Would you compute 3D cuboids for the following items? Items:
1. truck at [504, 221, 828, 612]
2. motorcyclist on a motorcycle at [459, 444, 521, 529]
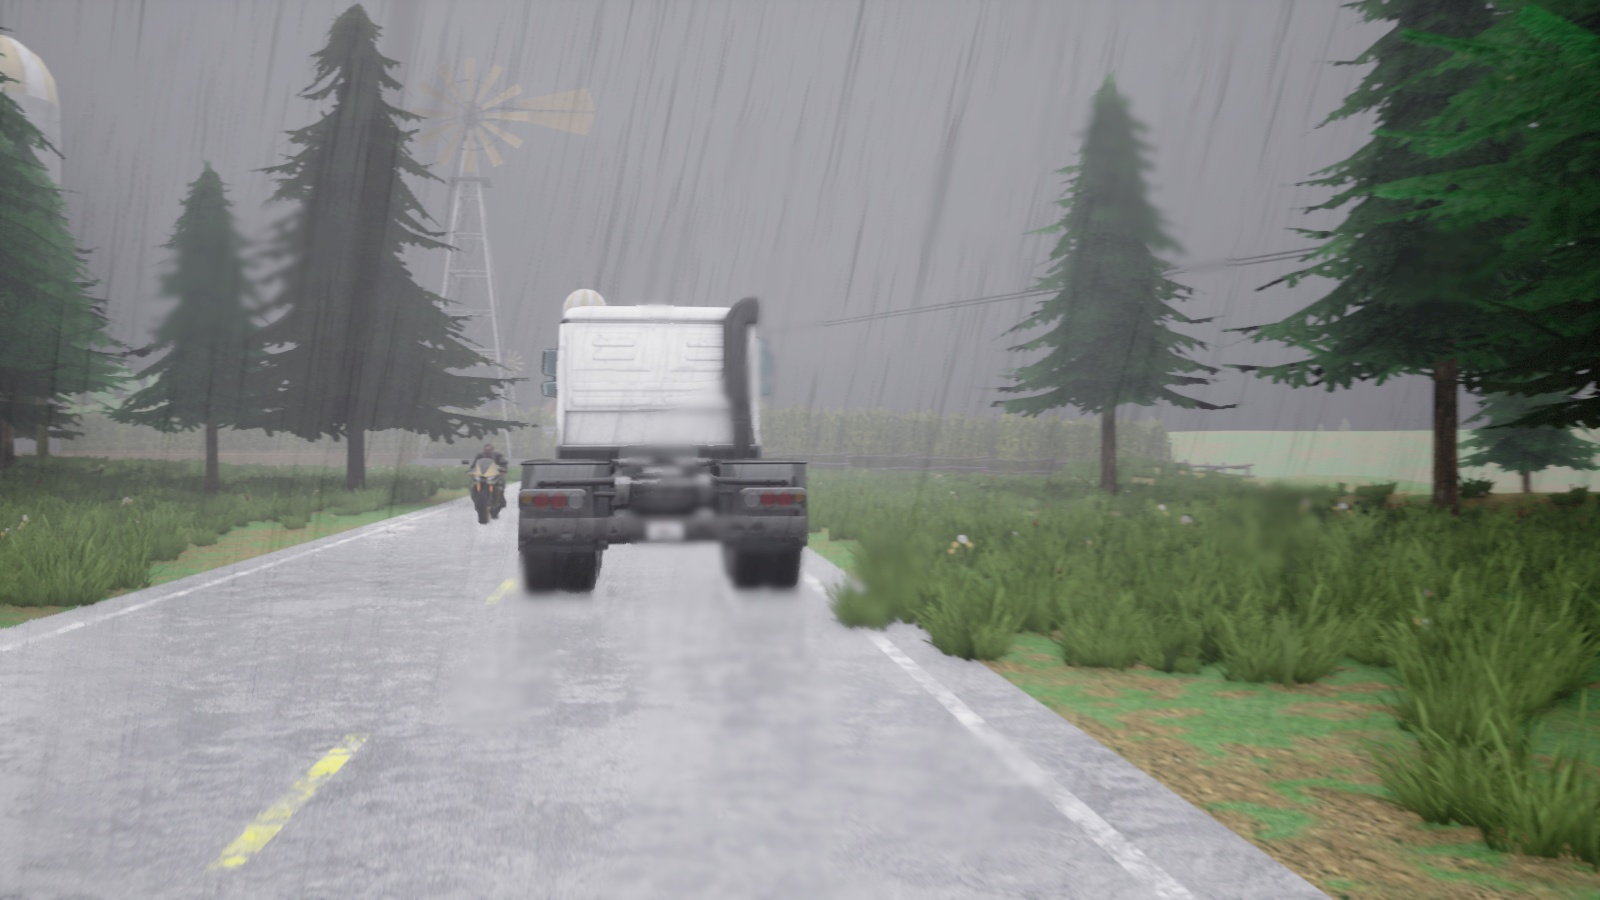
[{"bbox_3d":[-1.641,-0.320,15.226,2.891,3.462,7.936,0,0,-7],"label":"truck"},{"bbox_3d":[-5.841,0.651,23.799,0.866,1.530,2.191,0,0,-7],"label":"motorcyclist on a motorcycle"}]
